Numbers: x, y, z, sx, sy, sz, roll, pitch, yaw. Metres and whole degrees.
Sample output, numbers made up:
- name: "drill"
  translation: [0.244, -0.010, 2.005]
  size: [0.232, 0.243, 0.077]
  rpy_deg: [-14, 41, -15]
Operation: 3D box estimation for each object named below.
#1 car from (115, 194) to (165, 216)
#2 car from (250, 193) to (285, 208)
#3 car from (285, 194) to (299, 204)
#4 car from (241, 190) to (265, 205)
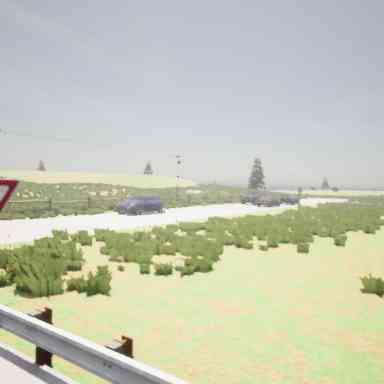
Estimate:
- name: "car"
  translation: [-4.315, 0.974, 28.112]
  size: [2.097, 1.767, 4.553]
  rpy_deg: [3, 1, 33]
- name: "car"
  translation: [10.061, 1.263, 43.946]
  size: [2.033, 1.411, 5.357]
  rpy_deg: [3, 2, 34]
- name: "car"
  translation: [15.236, 1.051, 51.921]
  size: [2.097, 1.767, 4.553]
  rpy_deg: [3, 2, 33]
- name: "car"
  translation: [9.081, 0.813, 48.374]
  size: [2.150, 2.045, 5.566]
  rpy_deg: [3, 1, 33]
